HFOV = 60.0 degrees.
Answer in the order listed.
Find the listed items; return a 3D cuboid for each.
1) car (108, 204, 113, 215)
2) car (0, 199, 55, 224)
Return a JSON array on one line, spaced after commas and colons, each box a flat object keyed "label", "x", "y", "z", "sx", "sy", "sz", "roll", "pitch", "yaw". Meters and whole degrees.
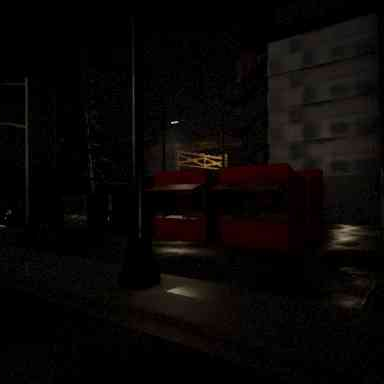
[{"label": "car", "x": -7.211, "y": 1.664, "z": 34.146, "sx": 1.812, "sy": 1.442, "sz": 4.674, "roll": -1, "pitch": 0, "yaw": 36}, {"label": "car", "x": -12.922, "y": 1.491, "z": 26.298, "sx": 2.097, "sy": 1.767, "sz": 4.553, "roll": -1, "pitch": -1, "yaw": 36}]
